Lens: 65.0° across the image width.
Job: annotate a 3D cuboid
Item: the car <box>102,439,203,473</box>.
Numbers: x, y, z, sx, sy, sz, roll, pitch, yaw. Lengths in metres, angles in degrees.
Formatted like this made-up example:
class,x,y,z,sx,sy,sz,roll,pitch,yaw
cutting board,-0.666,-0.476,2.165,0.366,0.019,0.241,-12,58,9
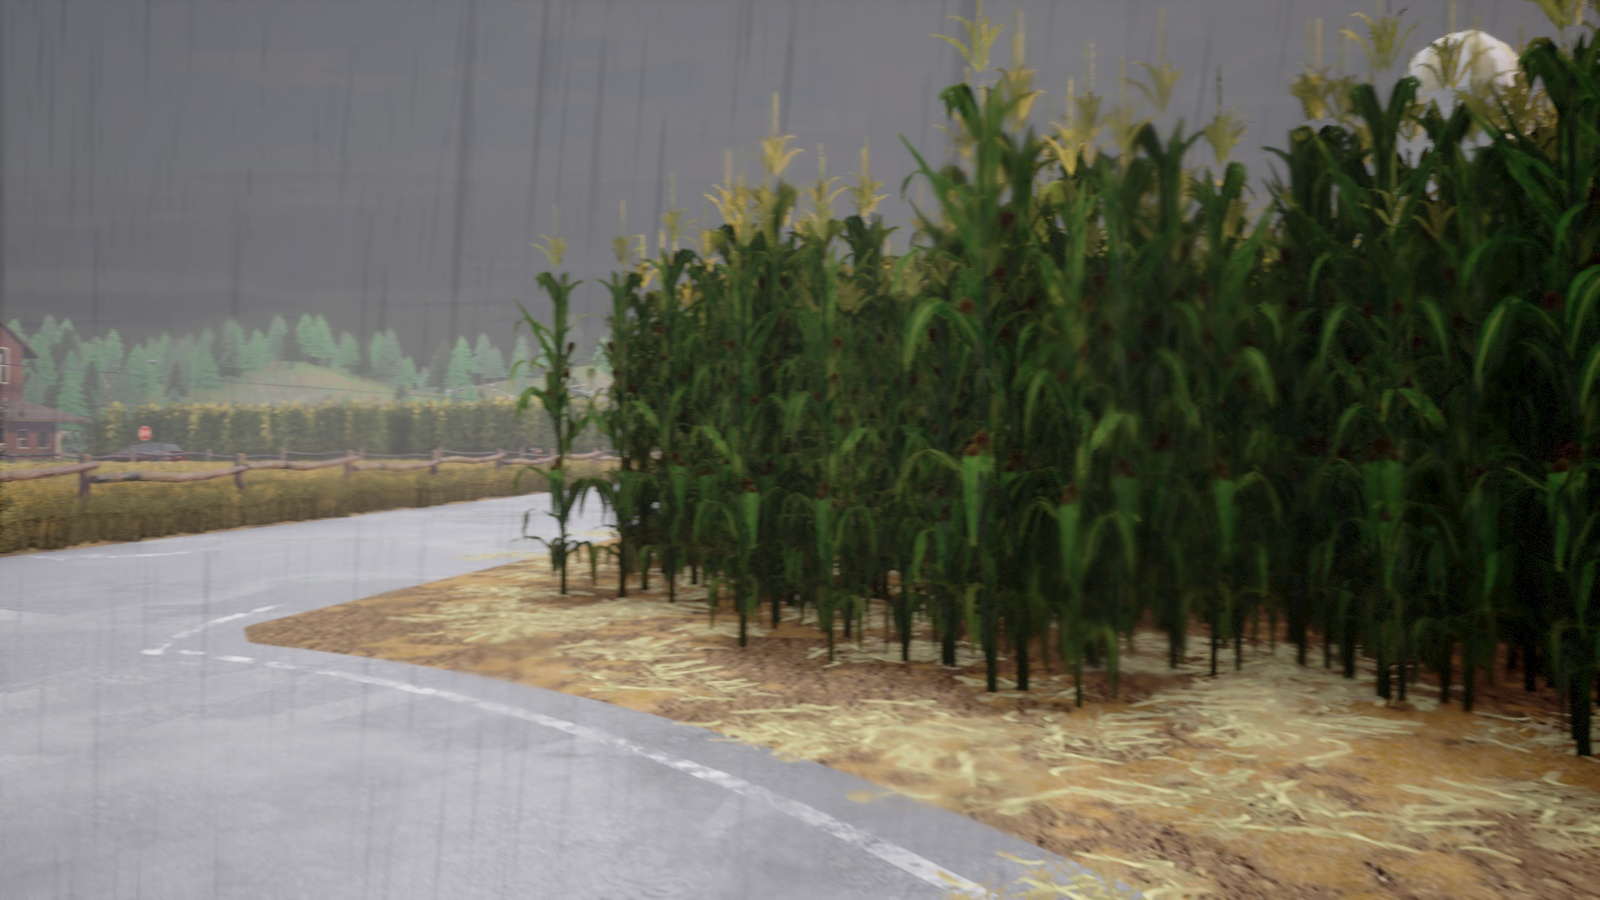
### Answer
class,x,y,z,sx,sy,sz,roll,pitch,yaw
car,-35.169,0.325,68.286,4.553,1.767,2.097,0,0,10
